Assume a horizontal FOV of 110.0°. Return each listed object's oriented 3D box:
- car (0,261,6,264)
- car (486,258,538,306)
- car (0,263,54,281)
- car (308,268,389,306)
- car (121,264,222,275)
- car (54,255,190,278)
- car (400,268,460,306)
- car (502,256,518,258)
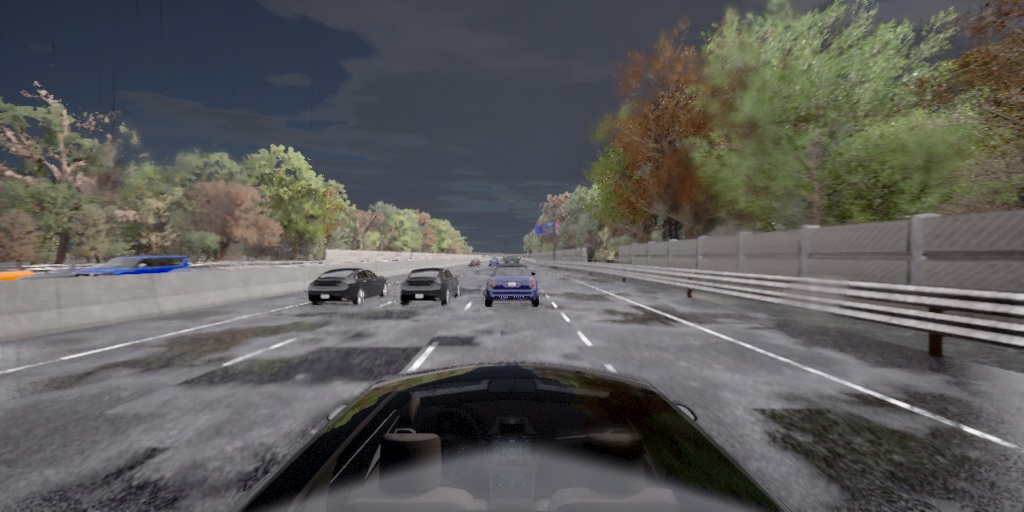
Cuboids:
[{"bbox_3d":[-28.086,1.116,18.426,2.097,1.767,4.553,0,0,0],"label":"car"},{"bbox_3d":[0.001,1.114,16.034,2.097,1.767,4.553,0,0,0],"label":"car"},{"bbox_3d":[-24.589,1.258,20.439,2.128,1.511,4.902,0,0,0],"label":"car"},{"bbox_3d":[-6.999,1.269,15.840,1.837,1.490,4.892,0,0,0],"label":"car"},{"bbox_3d":[-17.595,1.313,19.841,2.033,1.411,5.357,0,0,0],"label":"car"},{"bbox_3d":[-21.091,0.987,20.226,2.150,2.045,5.566,0,0,0],"label":"car"},{"bbox_3d":[-3.501,1.269,15.960,1.837,1.490,4.892,0,0,0],"label":"car"},{"bbox_3d":[-0.008,1.015,51.636,2.150,2.045,5.566,0,0,0],"label":"car"}]
